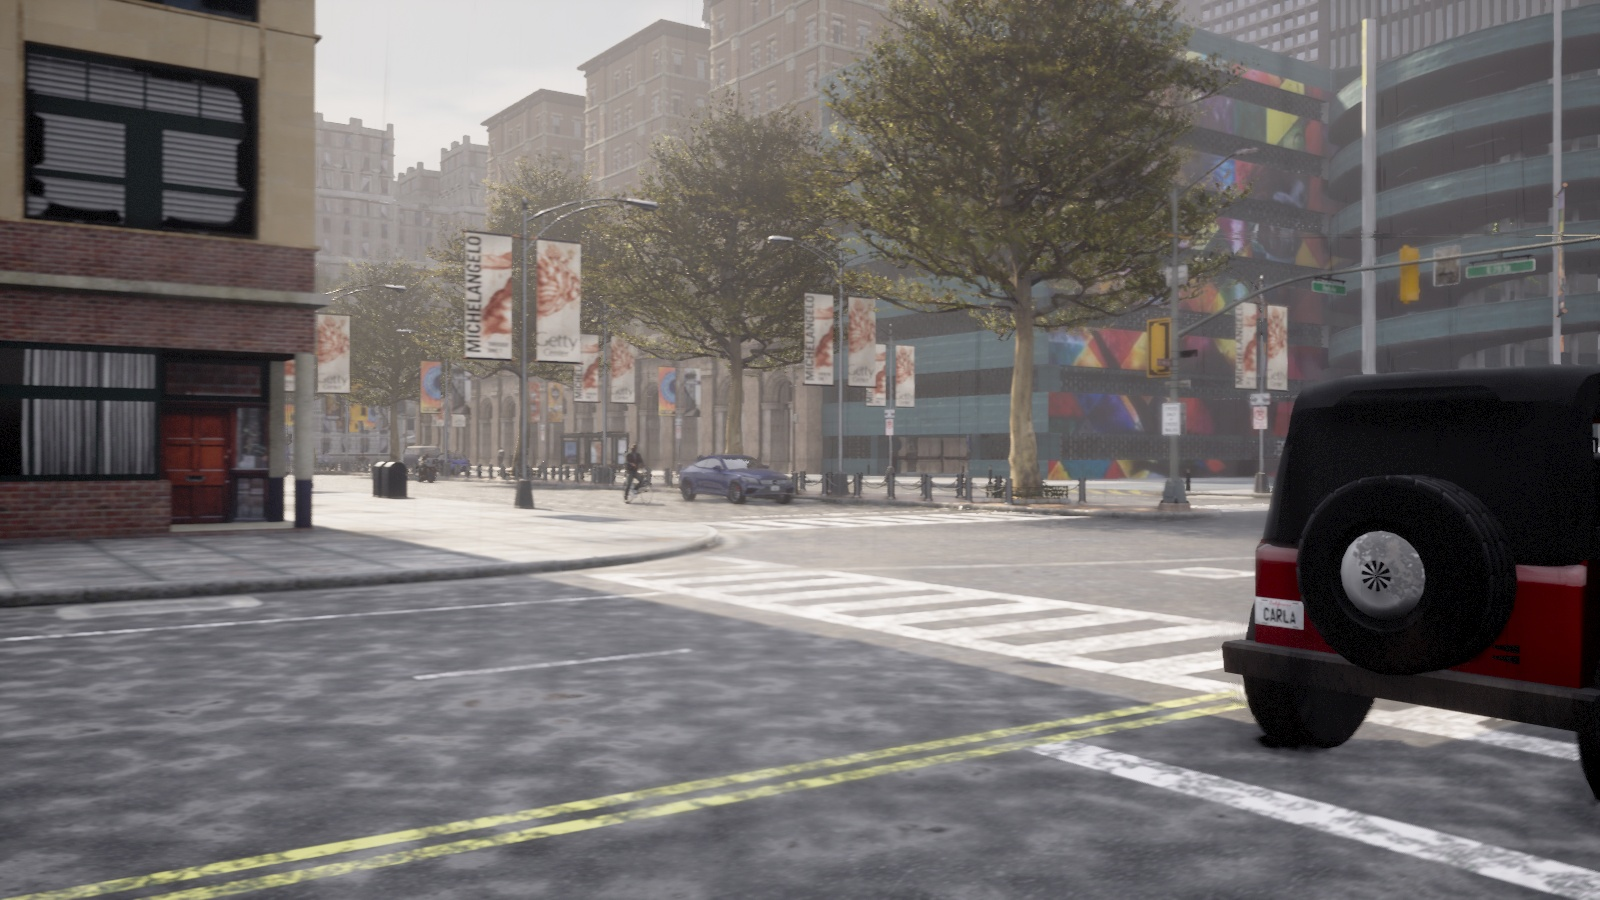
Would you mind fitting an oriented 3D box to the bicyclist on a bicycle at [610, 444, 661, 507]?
[{"bbox_3d":[-4.755,0.716,36.191,0.659,1.776,1.843,0,0,-35],"label":"bicyclist on a bicycle"}]

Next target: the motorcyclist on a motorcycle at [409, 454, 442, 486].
[{"bbox_3d":[-18.401,0.972,61.675,0.866,1.530,2.191,0,0,-35],"label":"motorcyclist on a motorcycle"}]

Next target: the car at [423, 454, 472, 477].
[{"bbox_3d":[-23.159,1.012,82.376,1.816,1.474,4.193,0,0,-35],"label":"car"}]

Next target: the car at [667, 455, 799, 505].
[{"bbox_3d":[-2.126,0.871,38.493,1.812,1.442,4.674,0,0,-35],"label":"car"}]

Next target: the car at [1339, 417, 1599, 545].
[{"bbox_3d":[12.348,0.493,21.509,5.566,2.045,2.150,0,0,28],"label":"car"}]

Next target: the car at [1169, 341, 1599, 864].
[{"bbox_3d":[3.917,0.549,6.386,3.866,1.878,1.905,0,0,-35],"label":"car"}]
